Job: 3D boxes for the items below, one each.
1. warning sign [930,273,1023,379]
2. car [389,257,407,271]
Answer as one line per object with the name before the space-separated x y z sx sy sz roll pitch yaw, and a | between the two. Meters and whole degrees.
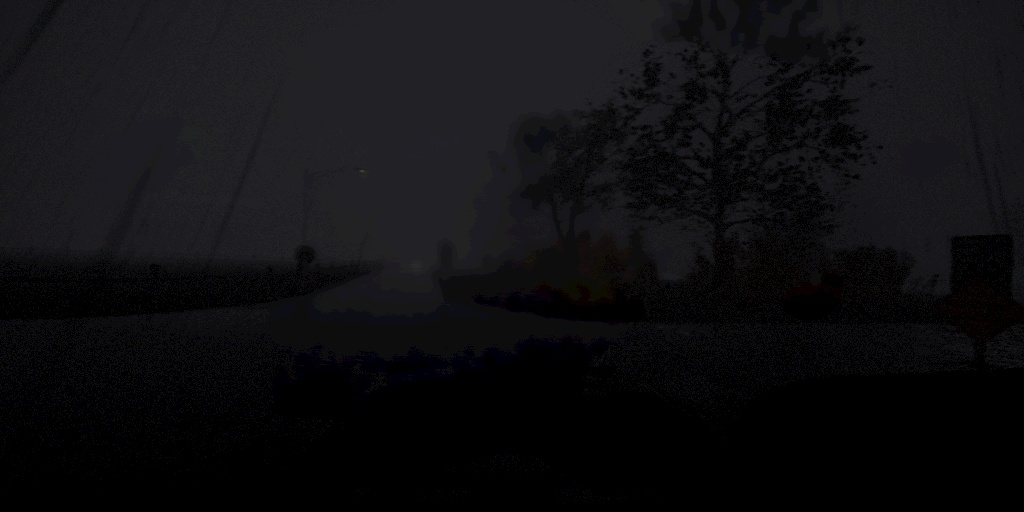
warning sign | 9.373 1.355 7.189 1.060 1.860 1.300 0 0 -14
car | -16.797 1.140 52.958 2.150 2.045 5.566 2 -1 -14
